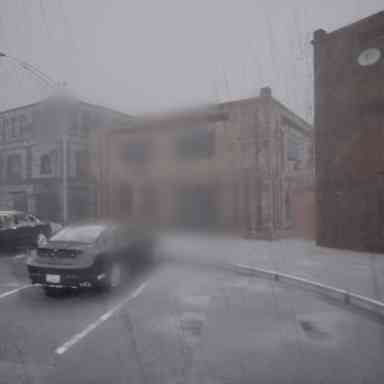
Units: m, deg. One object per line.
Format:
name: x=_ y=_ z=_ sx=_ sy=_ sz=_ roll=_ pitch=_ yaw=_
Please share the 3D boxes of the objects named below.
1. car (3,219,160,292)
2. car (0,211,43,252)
car: x=-2.306 y=1.525 z=9.128 sx=2.231 sy=1.521 sz=4.892 roll=0 pitch=-1 yaw=12
car: x=-7.259 y=1.485 z=12.266 sx=2.231 sy=1.521 sz=4.892 roll=1 pitch=-1 yaw=12
